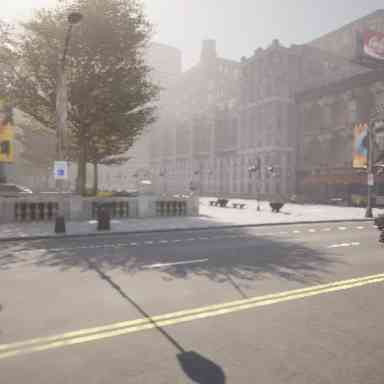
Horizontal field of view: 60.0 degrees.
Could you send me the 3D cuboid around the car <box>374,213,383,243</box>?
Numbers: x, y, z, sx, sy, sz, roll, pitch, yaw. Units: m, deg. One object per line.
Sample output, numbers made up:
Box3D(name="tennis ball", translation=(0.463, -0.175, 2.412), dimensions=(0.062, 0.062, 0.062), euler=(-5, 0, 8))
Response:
Box3D(name="car", translation=(9.132, 1.430, 12.523), dimensions=(4.181, 1.385, 1.994), euler=(0, 1, -26))
